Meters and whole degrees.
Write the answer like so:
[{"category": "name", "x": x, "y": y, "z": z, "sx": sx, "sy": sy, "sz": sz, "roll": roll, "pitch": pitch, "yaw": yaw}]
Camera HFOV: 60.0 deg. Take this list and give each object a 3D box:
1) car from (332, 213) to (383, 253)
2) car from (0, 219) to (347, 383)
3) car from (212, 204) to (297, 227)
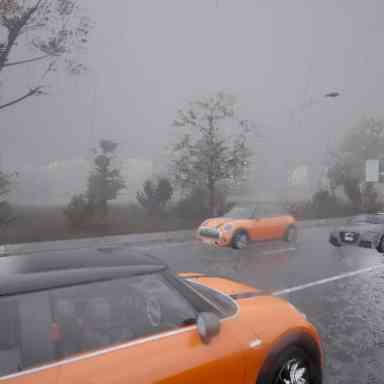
[{"category": "car", "x": 7.508, "y": 1.561, "z": 13.638, "sx": 4.181, "sy": 1.385, "sz": 1.994, "roll": 0, "pitch": 0, "yaw": -35}, {"category": "car", "x": -0.788, "y": 1.352, "z": 3.178, "sx": 4.553, "sy": 1.767, "sz": 2.097, "roll": 0, "pitch": 0, "yaw": -36}, {"category": "car", "x": 2.440, "y": 1.349, "z": 14.325, "sx": 4.553, "sy": 1.767, "sz": 2.097, "roll": 0, "pitch": 0, "yaw": -35}]
